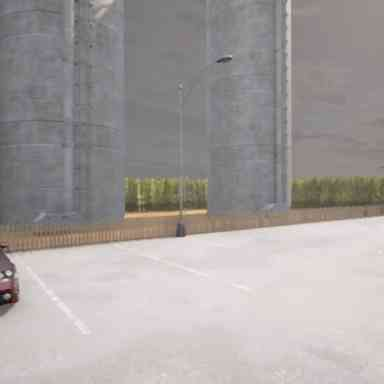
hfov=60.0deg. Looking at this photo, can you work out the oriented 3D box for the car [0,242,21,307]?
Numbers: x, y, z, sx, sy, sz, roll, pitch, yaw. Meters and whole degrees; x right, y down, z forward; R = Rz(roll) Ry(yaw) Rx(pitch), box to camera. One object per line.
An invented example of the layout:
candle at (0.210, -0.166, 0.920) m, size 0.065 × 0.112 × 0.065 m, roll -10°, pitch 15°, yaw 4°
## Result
car at (-5.034, 1.551, 7.105) m, size 1.994 × 1.381 × 4.181 m, roll 0°, pitch 0°, yaw -36°
